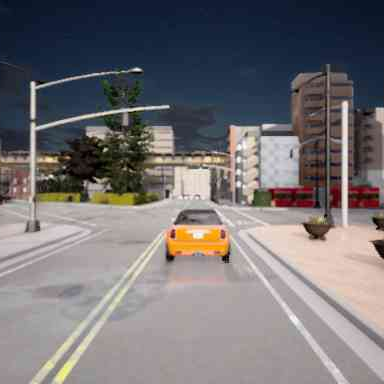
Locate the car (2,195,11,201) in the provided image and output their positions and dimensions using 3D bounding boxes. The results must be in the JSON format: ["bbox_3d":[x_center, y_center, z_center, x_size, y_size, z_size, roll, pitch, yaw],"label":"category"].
[{"bbox_3d":[-44.667,1.419,79.178,1.882,1.535,5.008,0,0,-45],"label":"car"}]

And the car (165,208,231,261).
[{"bbox_3d":[0.224,1.371,12.468,2.097,1.767,4.553,0,0,1],"label":"car"}]
